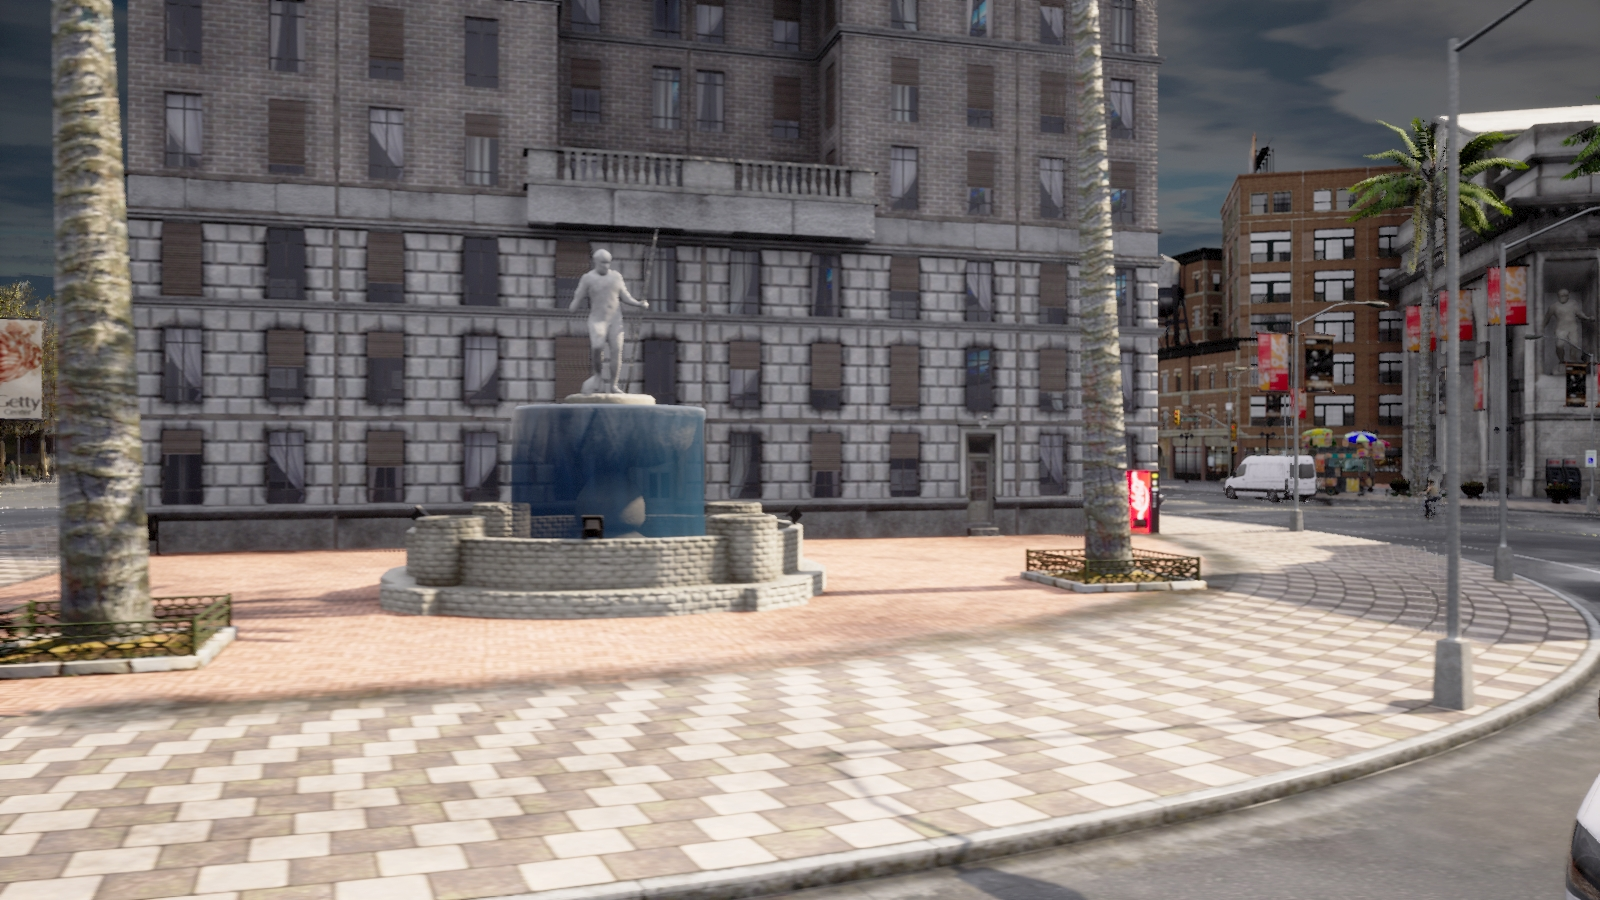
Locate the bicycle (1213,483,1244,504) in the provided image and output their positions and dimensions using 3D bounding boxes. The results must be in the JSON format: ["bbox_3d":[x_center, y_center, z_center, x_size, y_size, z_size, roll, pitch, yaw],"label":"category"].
[{"bbox_3d":[22.843,2.308,60.907,0.859,1.080,1.487,-1,0,-13],"label":"bicycle"}]

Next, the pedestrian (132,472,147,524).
[{"bbox_3d":[-23.756,1.718,41.104,0.375,1.860,0.375,0,0,-15],"label":"pedestrian"}]

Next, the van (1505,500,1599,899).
[{"bbox_3d":[6.227,1.542,6.109,5.915,2.561,1.988,0,0,-35],"label":"van"}]

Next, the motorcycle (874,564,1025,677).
[{"bbox_3d":[1.967,2.194,14.952,1.805,1.236,0.856,0,0,-29],"label":"motorcycle"}]

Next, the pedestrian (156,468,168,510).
[{"bbox_3d":[-28.224,1.722,50.545,0.375,1.860,0.375,0,0,-9],"label":"pedestrian"}]

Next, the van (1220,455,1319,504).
[{"bbox_3d":[26.139,1.589,63.870,1.988,2.561,5.915,0,0,-14],"label":"van"}]
